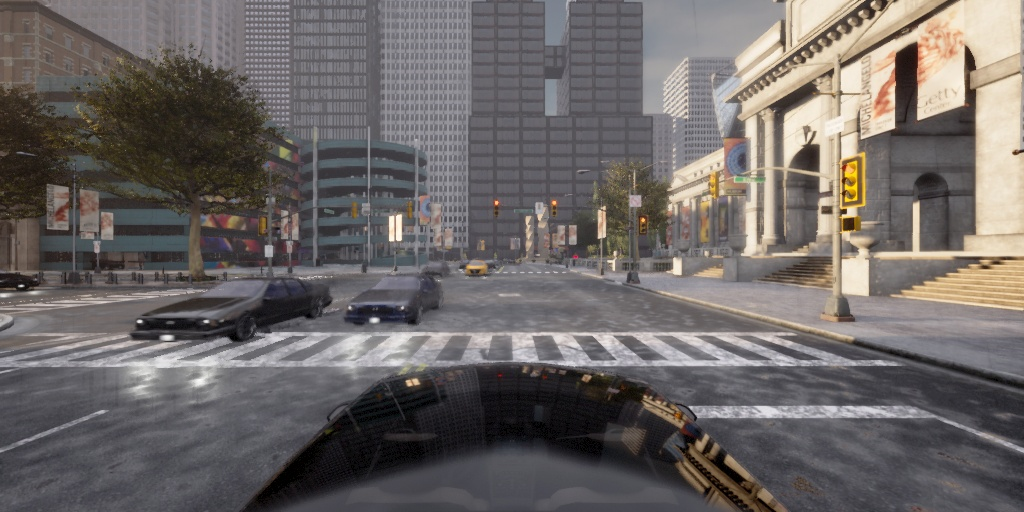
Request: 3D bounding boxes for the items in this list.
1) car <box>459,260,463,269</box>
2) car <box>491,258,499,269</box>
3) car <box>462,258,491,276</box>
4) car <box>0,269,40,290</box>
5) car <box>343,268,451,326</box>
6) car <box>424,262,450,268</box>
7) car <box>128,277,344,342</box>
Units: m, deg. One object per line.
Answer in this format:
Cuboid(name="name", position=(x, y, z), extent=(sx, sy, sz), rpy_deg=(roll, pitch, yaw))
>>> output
Cuboid(name="car", position=(-6.990, 1.297, 56.082), extent=(2.033, 1.411, 5.357), rpy_deg=(0, 0, 0))
Cuboid(name="car", position=(-3.494, 1.228, 56.223), extent=(1.882, 1.535, 5.008), rpy_deg=(0, 0, 0))
Cuboid(name="car", position=(-3.530, 1.227, 36.583), extent=(1.882, 1.535, 5.008), rpy_deg=(0, 0, 0))
Cuboid(name="car", position=(-30.245, 1.297, 20.156), extent=(5.357, 1.411, 2.033), rpy_deg=(0, 0, 0))
Cuboid(name="car", position=(-3.577, 1.297, 12.010), extent=(2.033, 1.411, 5.357), rpy_deg=(0, 0, 0))
Cuboid(name="car", position=(-7.036, 1.297, 33.833), extent=(2.033, 1.411, 5.357), rpy_deg=(0, 0, 0))
Cuboid(name="car", position=(-7.081, 1.297, 10.025), extent=(2.033, 1.411, 5.357), rpy_deg=(0, 0, 0))
